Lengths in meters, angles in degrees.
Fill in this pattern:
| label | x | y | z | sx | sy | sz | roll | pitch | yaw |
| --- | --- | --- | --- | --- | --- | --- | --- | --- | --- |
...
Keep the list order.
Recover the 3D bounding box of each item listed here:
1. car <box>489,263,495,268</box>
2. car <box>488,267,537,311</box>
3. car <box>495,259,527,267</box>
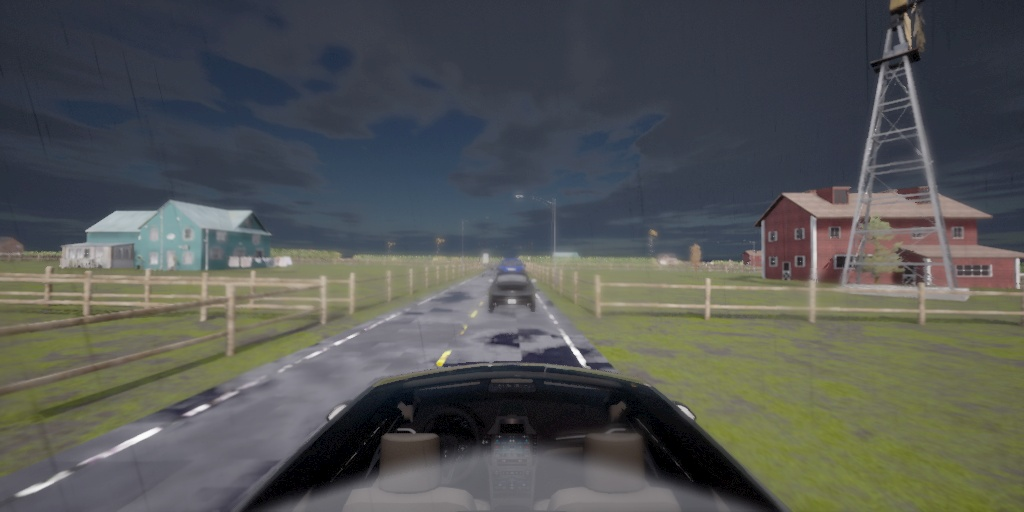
| label | x | y | z | sx | sy | sz | roll | pitch | yaw |
| --- | --- | --- | --- | --- | --- | --- | --- | --- | --- |
| car | -2.808 | 1.885 | 61.840 | 1.837 | 1.490 | 4.892 | 0 | 0 | 0 |
| car | 0.019 | 1.397 | 15.342 | 1.837 | 1.490 | 4.892 | 0 | 0 | 1 |
| car | 0.006 | 1.260 | 29.440 | 2.150 | 2.045 | 5.566 | 0 | 0 | 0 |
